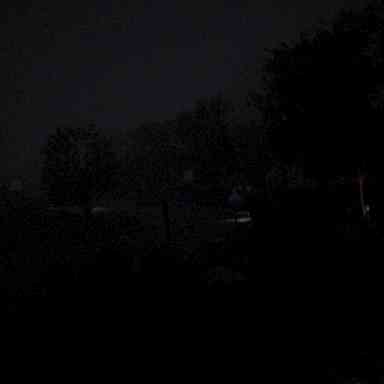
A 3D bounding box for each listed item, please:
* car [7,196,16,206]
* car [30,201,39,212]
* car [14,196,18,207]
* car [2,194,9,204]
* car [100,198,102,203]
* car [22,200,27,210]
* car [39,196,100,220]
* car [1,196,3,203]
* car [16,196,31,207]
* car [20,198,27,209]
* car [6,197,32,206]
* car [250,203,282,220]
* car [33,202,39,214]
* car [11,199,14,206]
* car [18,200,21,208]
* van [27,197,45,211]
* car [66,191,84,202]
[{"bbox_3d":[-32.557,1.867,65.702,2.435,2.045,5.566,-3,3,36],"label":"car"},{"bbox_3d":[-19.049,2.171,45.818,2.002,1.452,4.674,-3,4,36],"label":"car"},{"bbox_3d":[-29.166,1.991,60.734,2.185,1.767,4.553,-2,4,36],"label":"car"},{"bbox_3d":[-37.626,1.876,73.159,2.435,2.045,5.566,-3,4,36],"label":"car"},{"bbox_3d":[-17.945,1.462,60.906,1.994,1.385,4.181,-5,3,-34],"label":"car"},{"bbox_3d":[-22.422,2.126,50.783,2.097,1.535,5.008,-2,4,36],"label":"car"},{"bbox_3d":[-13.982,1.888,38.338,2.435,2.045,5.566,-2,4,36],"label":"car"},{"bbox_3d":[-42.693,2.020,80.568,2.185,1.767,4.553,-3,3,36],"label":"car"},{"bbox_3d":[-27.481,1.992,58.251,2.185,1.767,4.553,-2,4,36],"label":"car"},{"bbox_3d":[-24.154,2.002,53.237,2.185,1.767,4.553,-2,4,36],"label":"car"},{"bbox_3d":[-39.284,2.171,75.632,2.002,1.452,4.674,-2,4,36],"label":"car"},{"bbox_3d":[6.262,1.499,24.715,1.812,1.442,4.674,-5,2,-29],"label":"car"},{"bbox_3d":[-17.244,2.113,43.488,1.946,1.575,5.366,-2,4,36],"label":"car"},{"bbox_3d":[-30.853,2.147,63.232,2.163,1.488,4.792,-3,3,36],"label":"car"},{"bbox_3d":[-25.807,2.162,55.751,2.002,1.452,4.674,-2,4,36],"label":"car"},{"bbox_3d":[-20.820,1.914,48.190,1.878,1.987,4.442,-2,4,36],"label":"van"},{"bbox_3d":[-25.046,0.963,71.103,2.150,2.045,5.566,-5,3,-34],"label":"car"}]
